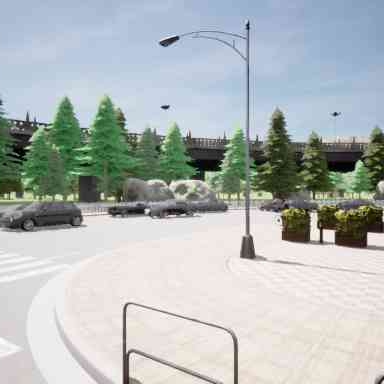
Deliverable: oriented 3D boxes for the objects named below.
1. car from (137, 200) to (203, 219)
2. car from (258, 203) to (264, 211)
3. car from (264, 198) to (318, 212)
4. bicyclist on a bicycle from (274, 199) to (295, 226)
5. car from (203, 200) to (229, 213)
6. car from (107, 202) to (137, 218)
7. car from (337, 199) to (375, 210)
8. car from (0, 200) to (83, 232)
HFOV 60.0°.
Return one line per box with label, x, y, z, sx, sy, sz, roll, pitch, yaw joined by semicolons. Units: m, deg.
car;-1.783;1.437;28.493;4.902;1.511;2.128;0;0;-40
car;9.980;1.470;38.799;4.674;1.442;1.812;0;0;-15
car;10.877;1.492;35.633;5.357;1.411;2.033;0;0;-16
bicyclist on a bicycle;5.554;1.245;19.593;0.582;1.620;1.656;0;0;-44
car;1.853;1.508;35.367;4.181;1.385;1.994;0;0;-29
car;-5.238;1.545;30.079;4.718;1.301;1.895;0;0;-44
car;19.756;1.509;40.175;4.181;1.385;1.994;0;0;0
car;-8.966;1.297;20.069;2.097;1.767;4.553;0;0;37
